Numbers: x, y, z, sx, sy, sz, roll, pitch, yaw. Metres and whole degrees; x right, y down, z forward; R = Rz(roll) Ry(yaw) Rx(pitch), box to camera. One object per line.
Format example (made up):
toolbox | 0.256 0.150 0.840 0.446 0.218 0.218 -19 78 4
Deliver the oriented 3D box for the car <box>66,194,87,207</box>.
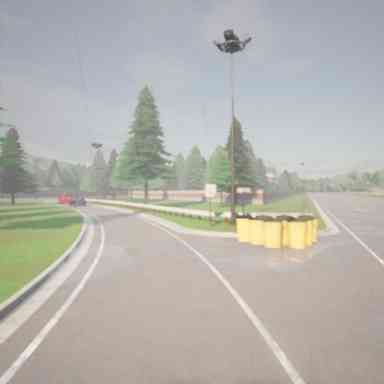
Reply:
car | -18.308 1.539 53.487 2.128 1.511 4.902 0 0 -31

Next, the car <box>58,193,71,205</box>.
car | -23.603 1.297 62.422 2.150 2.045 5.566 0 0 -31
